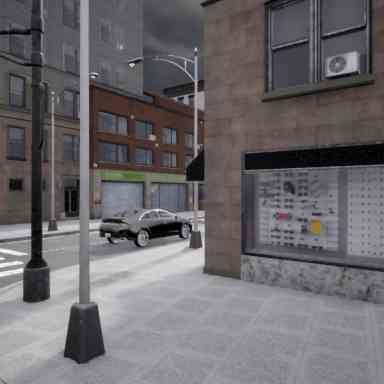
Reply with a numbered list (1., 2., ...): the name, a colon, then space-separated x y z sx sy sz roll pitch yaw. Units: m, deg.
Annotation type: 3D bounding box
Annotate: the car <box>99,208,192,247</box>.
1. car: -1.875 1.459 14.950 2.128 1.511 4.902 0 0 35
